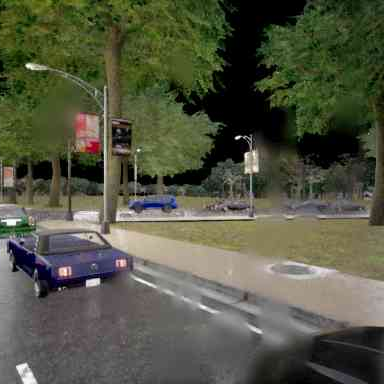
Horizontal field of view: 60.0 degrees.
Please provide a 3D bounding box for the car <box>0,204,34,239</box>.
[{"bbox_3d":[-8.941,1.352,15.787,2.097,1.767,4.553,0,0,-38],"label":"car"}]

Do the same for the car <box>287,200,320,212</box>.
[{"bbox_3d":[15.230,1.775,43.283,4.674,1.442,1.812,0,0,-14],"label":"car"}]

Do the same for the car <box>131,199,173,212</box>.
[{"bbox_3d":[-4.971,1.623,41.405,4.902,1.511,2.128,0,0,-14],"label":"car"}]

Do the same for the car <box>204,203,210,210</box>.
[{"bbox_3d":[3.867,1.708,43.696,4.674,1.442,1.812,0,0,-15],"label":"car"}]

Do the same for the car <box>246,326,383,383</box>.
[{"bbox_3d":[2.368,1.478,1.232,1.882,1.535,5.008,0,0,-38],"label":"car"}]

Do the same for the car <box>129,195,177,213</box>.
[{"bbox_3d":[-4.446,1.352,38.186,5.566,2.045,2.150,0,0,-15],"label":"car"}]

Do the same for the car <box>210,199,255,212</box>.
[{"bbox_3d":[5.235,1.678,40.696,4.902,1.511,2.128,0,0,-14],"label":"car"}]

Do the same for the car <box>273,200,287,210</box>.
[{"bbox_3d":[13.443,1.806,46.178,4.181,1.385,1.994,0,0,-15],"label":"car"}]

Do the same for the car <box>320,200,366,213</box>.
[{"bbox_3d":[18.802,1.759,40.653,4.902,1.511,2.128,0,0,-15],"label":"car"}]

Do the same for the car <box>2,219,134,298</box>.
[{"bbox_3d":[-3.428,1.601,8.687,1.895,1.301,4.718,0,0,-38],"label":"car"}]
